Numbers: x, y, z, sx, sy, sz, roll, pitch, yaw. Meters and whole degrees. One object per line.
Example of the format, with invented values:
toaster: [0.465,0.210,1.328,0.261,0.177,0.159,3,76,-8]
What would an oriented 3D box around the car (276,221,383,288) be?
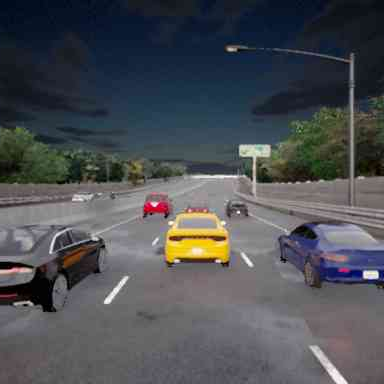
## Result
car: [3.654,1.516,9.068,1.812,1.442,4.674,0,0,0]

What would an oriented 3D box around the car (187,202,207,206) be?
car: [0.502,1.562,29.416,1.895,1.301,4.718,0,0,1]

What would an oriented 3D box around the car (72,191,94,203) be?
car: [-19.482,0.925,59.642,2.150,2.045,5.566,0,1,4]

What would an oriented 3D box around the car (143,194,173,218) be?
car: [-2.988,1.179,29.840,2.150,2.045,5.566,0,0,1]

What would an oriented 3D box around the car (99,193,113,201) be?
car: [-15.837,1.017,62.200,2.097,1.767,4.553,0,1,3]

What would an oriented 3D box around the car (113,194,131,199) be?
car: [-12.413,1.194,60.840,1.837,1.490,4.892,0,1,3]

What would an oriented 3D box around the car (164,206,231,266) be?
car: [0.179,1.462,11.577,1.882,1.535,5.008,0,0,1]

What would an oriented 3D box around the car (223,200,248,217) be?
car: [4.044,1.467,30.841,1.837,1.490,4.892,0,0,2]

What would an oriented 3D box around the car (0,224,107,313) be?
car: [-3.357,1.480,7.613,2.128,1.511,4.902,0,0,0]
